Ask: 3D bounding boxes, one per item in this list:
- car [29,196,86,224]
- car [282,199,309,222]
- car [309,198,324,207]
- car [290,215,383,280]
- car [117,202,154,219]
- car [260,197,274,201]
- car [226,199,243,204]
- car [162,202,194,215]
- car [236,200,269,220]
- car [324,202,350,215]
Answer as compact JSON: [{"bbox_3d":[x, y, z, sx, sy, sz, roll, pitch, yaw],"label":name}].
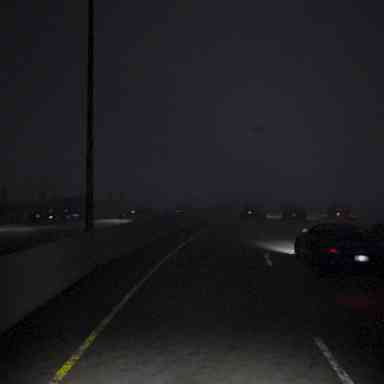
[{"bbox_3d":[-10.315,1.375,26.444,2.150,2.045,5.566,0,0,15],"label":"car"},{"bbox_3d":[8.684,1.647,28.023,1.882,1.535,5.008,0,0,19],"label":"car"},{"bbox_3d":[21.513,1.853,58.040,2.163,1.488,4.792,-1,-1,39],"label":"car"},{"bbox_3d":[4.475,1.633,10.256,1.994,1.385,4.181,0,0,7],"label":"car"},{"bbox_3d":[-5.179,1.718,31.250,1.812,1.442,4.674,0,-1,19],"label":"car"},{"bbox_3d":[14.426,1.792,65.799,2.097,1.767,4.553,-1,-1,41],"label":"car"},{"bbox_3d":[8.612,2.043,64.204,1.895,1.301,4.718,-1,-1,38],"label":"car"},{"bbox_3d":[-1.214,1.724,32.047,1.812,1.442,4.674,0,0,21],"label":"car"},{"bbox_3d":[5.682,1.750,30.501,1.994,1.385,4.181,0,0,21],"label":"car"},{"bbox_3d":[13.657,1.688,31.241,1.837,1.490,4.892,0,0,22],"label":"car"}]
